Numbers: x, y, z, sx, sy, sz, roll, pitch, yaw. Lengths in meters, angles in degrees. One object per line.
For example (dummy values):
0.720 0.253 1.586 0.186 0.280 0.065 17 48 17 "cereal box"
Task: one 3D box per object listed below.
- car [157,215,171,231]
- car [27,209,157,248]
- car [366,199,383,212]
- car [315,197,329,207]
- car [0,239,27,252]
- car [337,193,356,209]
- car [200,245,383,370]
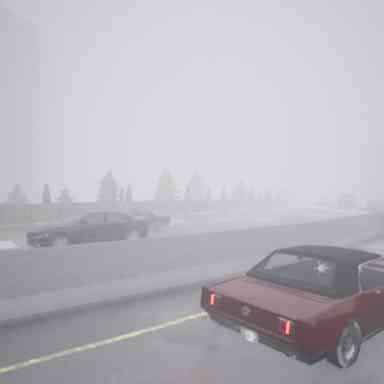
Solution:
-3.613 1.640 19.064 4.718 1.301 1.895 0 0 -41 "car"
-4.231 1.511 14.068 5.008 1.535 1.882 0 0 -39 "car"
21.447 1.562 38.715 1.994 1.385 4.181 0 0 30 "car"
20.477 1.497 52.460 1.882 1.535 5.008 0 0 23 "car"
-6.728 1.632 7.854 4.718 1.301 1.895 0 0 -35 "car"
21.552 1.230 46.341 2.150 2.045 5.566 0 0 25 "car"
2.506 1.604 5.756 4.718 1.301 1.895 0 0 -38 "car"
